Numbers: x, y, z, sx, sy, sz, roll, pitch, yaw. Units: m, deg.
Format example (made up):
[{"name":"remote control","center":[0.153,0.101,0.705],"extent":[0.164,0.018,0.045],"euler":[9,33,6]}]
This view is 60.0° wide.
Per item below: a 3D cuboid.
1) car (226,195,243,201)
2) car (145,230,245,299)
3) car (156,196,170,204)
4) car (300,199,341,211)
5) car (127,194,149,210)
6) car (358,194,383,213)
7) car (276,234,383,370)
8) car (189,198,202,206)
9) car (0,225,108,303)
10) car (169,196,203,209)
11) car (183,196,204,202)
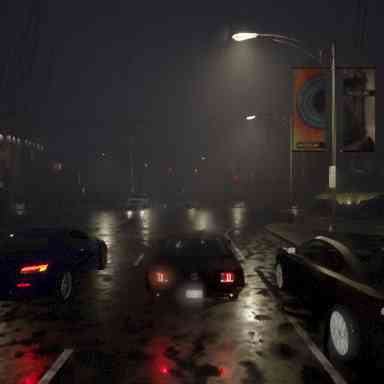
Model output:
[{"name":"car","center":[10.969,1.478,85.729],"extent":[5.008,1.535,1.882],"euler":[0,0,-37]},{"name":"car","center":[0.069,1.601,8.375],"extent":[1.895,1.301,4.718],"euler":[0,0,1]},{"name":"car","center":[-5.116,1.526,62.341],"extent":[1.812,1.442,4.674],"euler":[0,0,17]},{"name":"car","center":[15.438,1.526,40.138],"extent":[4.674,1.442,1.812],"euler":[0,0,1]},{"name":"car","center":[-7.012,1.222,43.745],"extent":[2.150,2.045,5.566],"euler":[0,0,1]},{"name":"car","center":[21.331,1.221,36.613],"extent":[5.566,2.045,2.150],"euler":[0,0,-1]},{"name":"car","center":[2.904,1.480,5.910],"extent":[2.097,1.535,5.008],"euler":[0,0,0]},{"name":"car","center":[0.586,1.601,54.232],"extent":[1.895,1.301,4.718],"euler":[0,0,-2]},{"name":"car","center":[-3.434,1.526,8.052],"extent":[1.812,1.442,4.674],"euler":[0,0,0]},{"name":"car","center":[-0.681,1.526,44.367],"extent":[1.812,1.442,4.674],"euler":[-1,0,-34]},{"name":"car","center":[0.401,1.540,74.696],"extent":[2.033,1.411,5.357],"euler":[0,0,33]}]
